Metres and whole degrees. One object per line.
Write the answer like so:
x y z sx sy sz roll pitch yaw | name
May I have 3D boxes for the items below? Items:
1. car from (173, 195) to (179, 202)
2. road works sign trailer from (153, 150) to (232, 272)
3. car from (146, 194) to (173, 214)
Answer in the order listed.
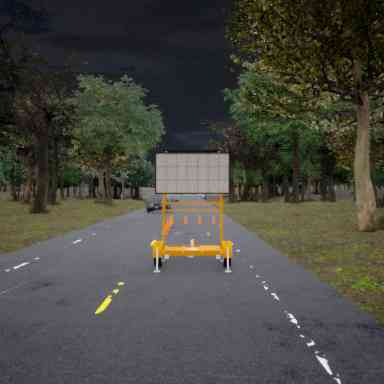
-3.385 1.436 62.392 1.837 1.490 4.892 0 0 0 | car
0.019 0.464 10.721 2.380 3.560 2.880 0 0 0 | road works sign trailer
-3.534 1.205 35.713 2.150 2.045 5.566 0 0 0 | car
